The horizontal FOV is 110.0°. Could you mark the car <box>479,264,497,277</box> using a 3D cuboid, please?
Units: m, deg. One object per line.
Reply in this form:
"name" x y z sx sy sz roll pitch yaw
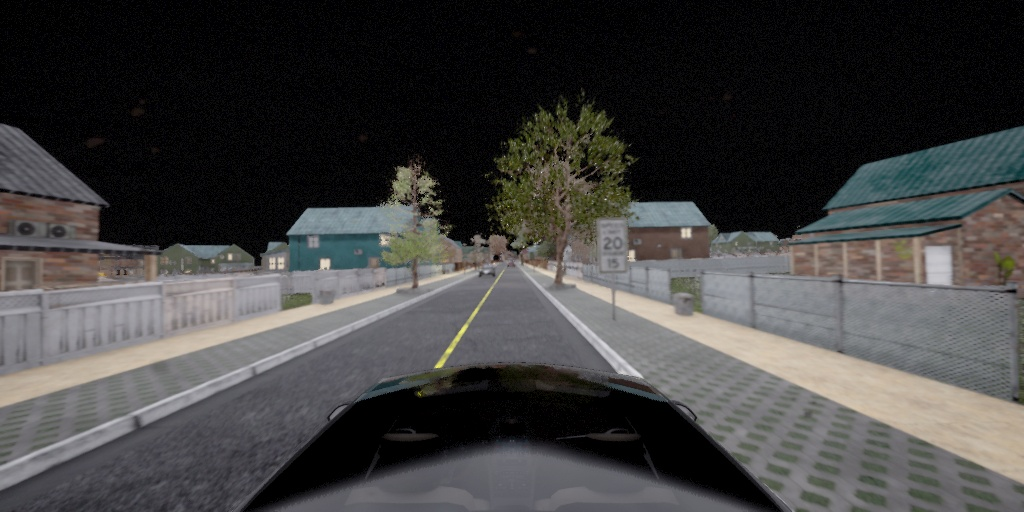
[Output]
"car" -2.846 1.663 42.350 2.128 1.511 4.902 -1 0 0
